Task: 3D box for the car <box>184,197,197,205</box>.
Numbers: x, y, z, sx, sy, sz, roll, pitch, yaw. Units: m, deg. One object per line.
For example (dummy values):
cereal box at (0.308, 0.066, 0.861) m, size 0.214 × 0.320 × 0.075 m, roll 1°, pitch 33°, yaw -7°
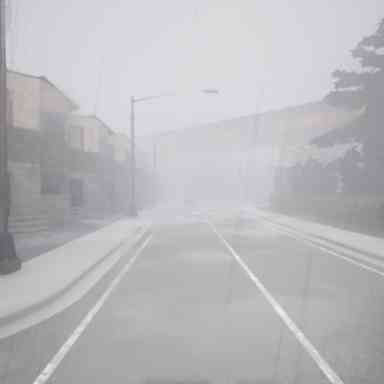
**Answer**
car at (-0.191, 1.539, 56.352) m, size 1.895 × 1.301 × 4.718 m, roll 0°, pitch 0°, yaw 7°
